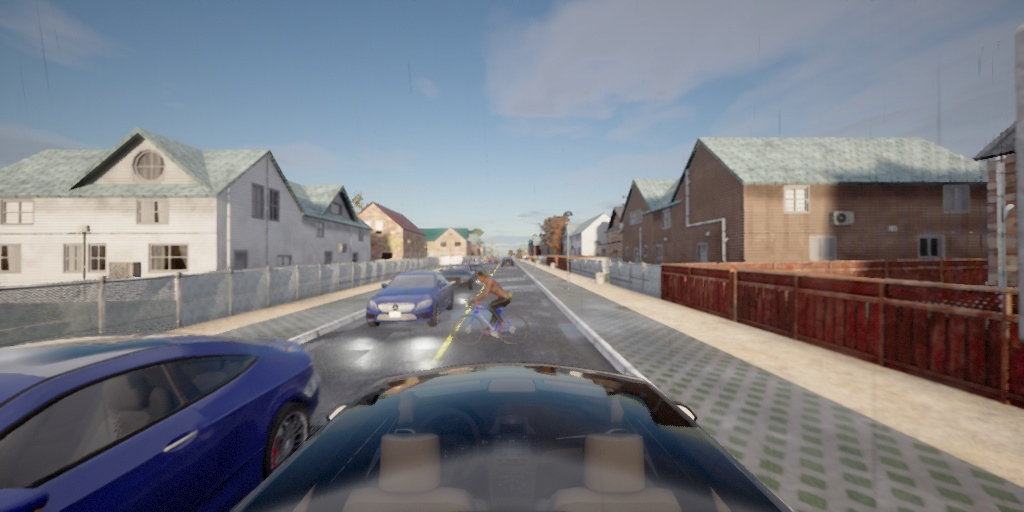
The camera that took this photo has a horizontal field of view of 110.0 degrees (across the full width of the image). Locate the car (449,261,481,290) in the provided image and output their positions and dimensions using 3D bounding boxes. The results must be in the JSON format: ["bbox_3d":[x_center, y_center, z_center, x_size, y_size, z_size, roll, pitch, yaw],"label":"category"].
[{"bbox_3d":[-3.100,1.154,20.585,1.994,1.385,4.181,0,0,-1],"label":"car"}]

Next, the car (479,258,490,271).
[{"bbox_3d":[-3.212,1.077,30.635,1.994,1.385,4.181,0,0,0],"label":"car"}]

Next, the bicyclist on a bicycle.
[{"bbox_3d":[-0.466,1.134,7.721,1.656,1.620,0.582,0,0,-1],"label":"bicyclist on a bicycle"}]

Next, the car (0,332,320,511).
[{"bbox_3d":[-2.836,1.285,1.863,1.812,1.442,4.674,0,0,-1],"label":"car"}]

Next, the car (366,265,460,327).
[{"bbox_3d":[-2.971,1.195,11.343,1.812,1.442,4.674,0,1,-1],"label":"car"}]

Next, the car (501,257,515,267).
[{"bbox_3d":[-0.641,0.860,53.618,1.837,1.490,4.892,0,0,-1],"label":"car"}]
